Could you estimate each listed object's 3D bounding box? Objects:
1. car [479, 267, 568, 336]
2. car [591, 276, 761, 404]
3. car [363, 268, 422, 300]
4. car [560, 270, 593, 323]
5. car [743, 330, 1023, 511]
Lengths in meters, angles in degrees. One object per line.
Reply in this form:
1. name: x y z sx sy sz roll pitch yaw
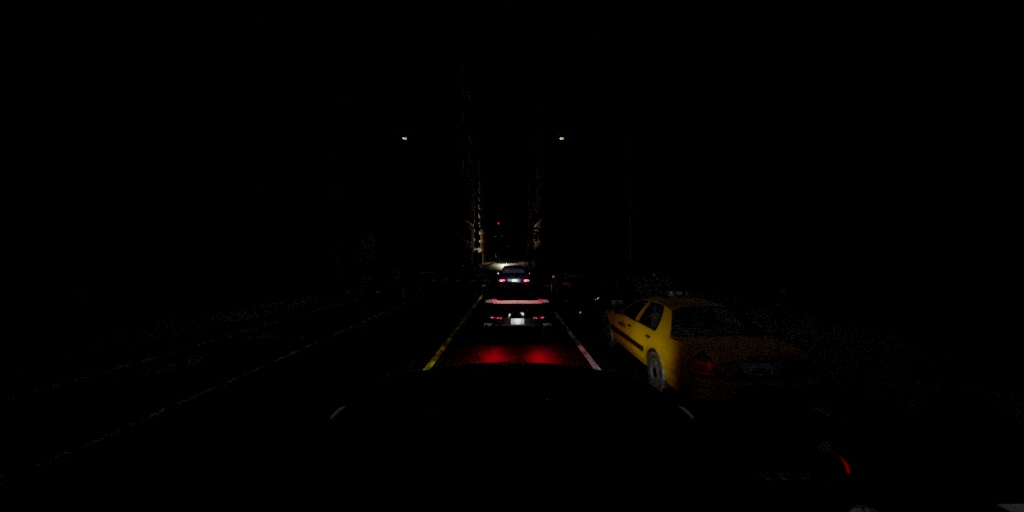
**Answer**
1. car: 0.108 1.232 10.366 2.128 1.511 4.902 0 0 0
2. car: 2.877 1.271 6.425 1.751 1.417 4.829 0 0 0
3. car: -5.661 1.277 17.430 1.888 1.381 4.507 0 0 0
4. car: 2.881 1.305 11.841 1.948 1.339 4.313 0 0 0
5. car: 2.873 1.301 0.669 2.007 1.370 4.403 0 0 0
